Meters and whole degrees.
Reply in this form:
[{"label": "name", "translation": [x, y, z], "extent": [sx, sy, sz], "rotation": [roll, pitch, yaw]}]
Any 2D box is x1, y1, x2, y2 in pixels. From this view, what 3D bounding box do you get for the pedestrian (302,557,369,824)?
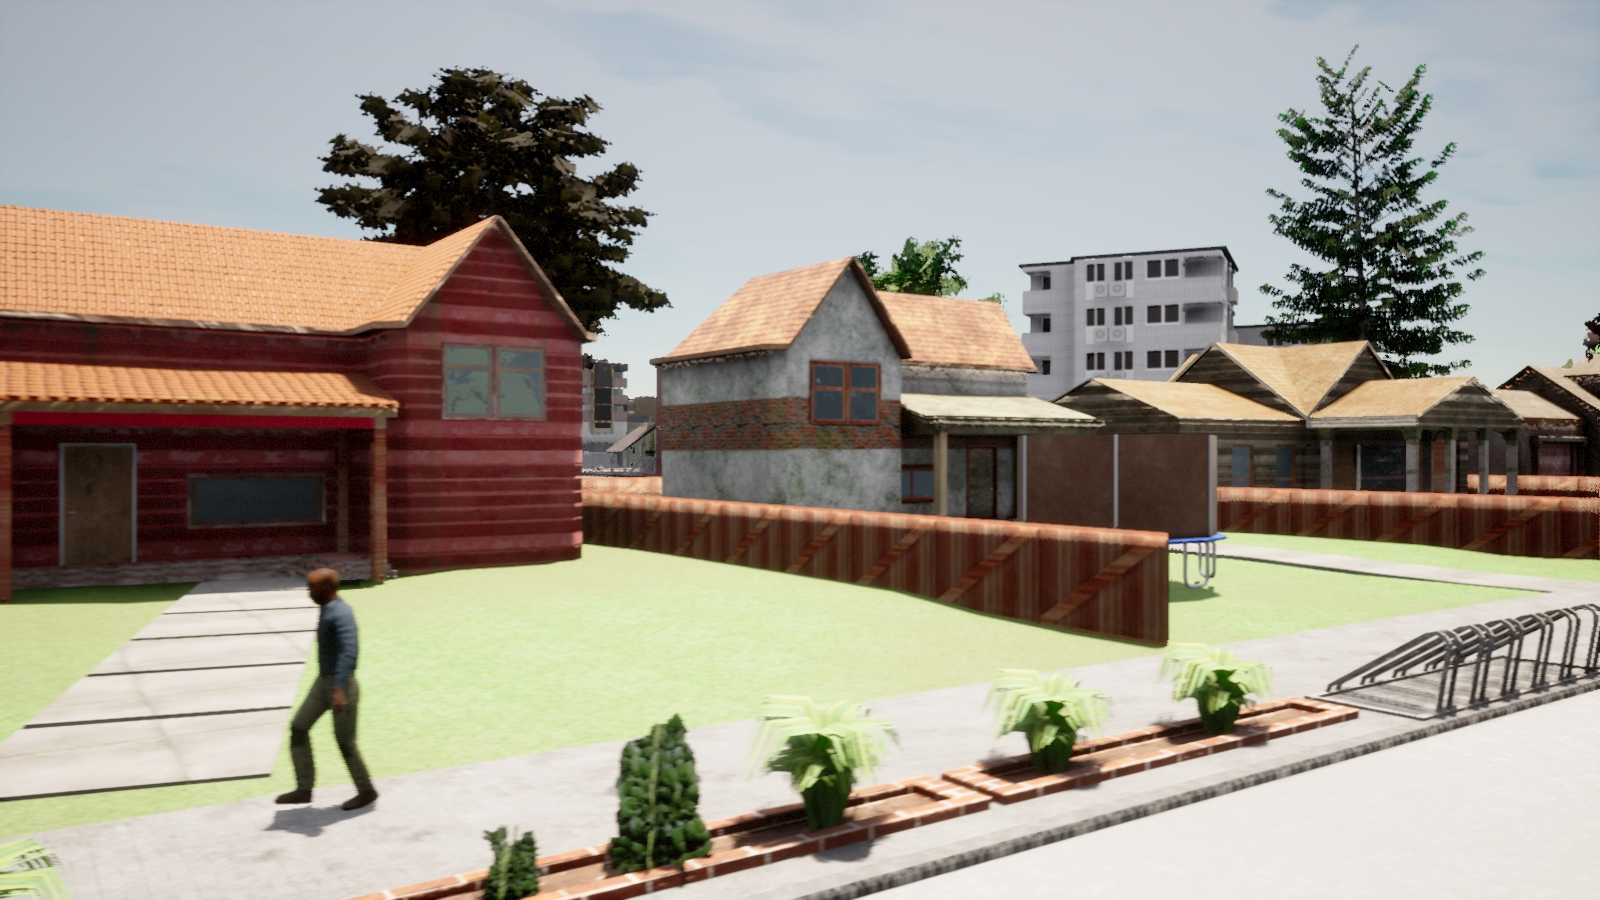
[{"label": "pedestrian", "translation": [-3.425, 1.743, 8.421], "extent": [0.375, 1.860, 0.375], "rotation": [0, 0, -36]}]
